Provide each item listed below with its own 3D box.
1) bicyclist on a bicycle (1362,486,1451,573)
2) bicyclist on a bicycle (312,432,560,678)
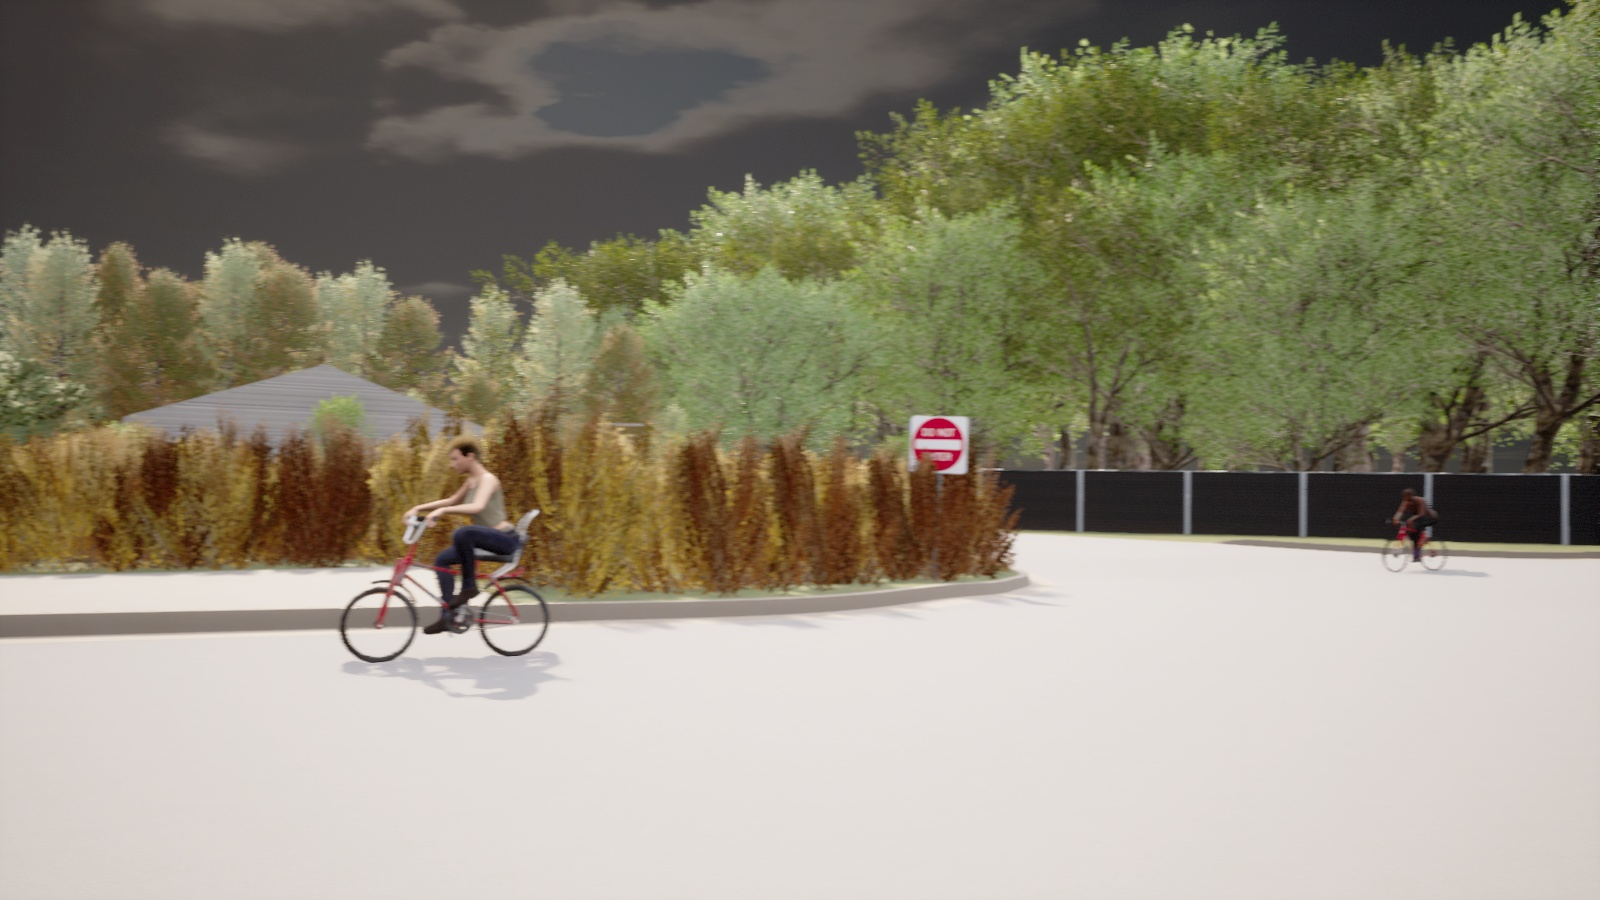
[{"bbox_3d":[11.719,1.519,24.246,1.656,1.620,0.582,0,0,-22],"label":"bicyclist on a bicycle"},{"bbox_3d":[-2.600,0.711,8.966,1.509,1.612,0.866,2,-1,-28],"label":"bicyclist on a bicycle"}]
